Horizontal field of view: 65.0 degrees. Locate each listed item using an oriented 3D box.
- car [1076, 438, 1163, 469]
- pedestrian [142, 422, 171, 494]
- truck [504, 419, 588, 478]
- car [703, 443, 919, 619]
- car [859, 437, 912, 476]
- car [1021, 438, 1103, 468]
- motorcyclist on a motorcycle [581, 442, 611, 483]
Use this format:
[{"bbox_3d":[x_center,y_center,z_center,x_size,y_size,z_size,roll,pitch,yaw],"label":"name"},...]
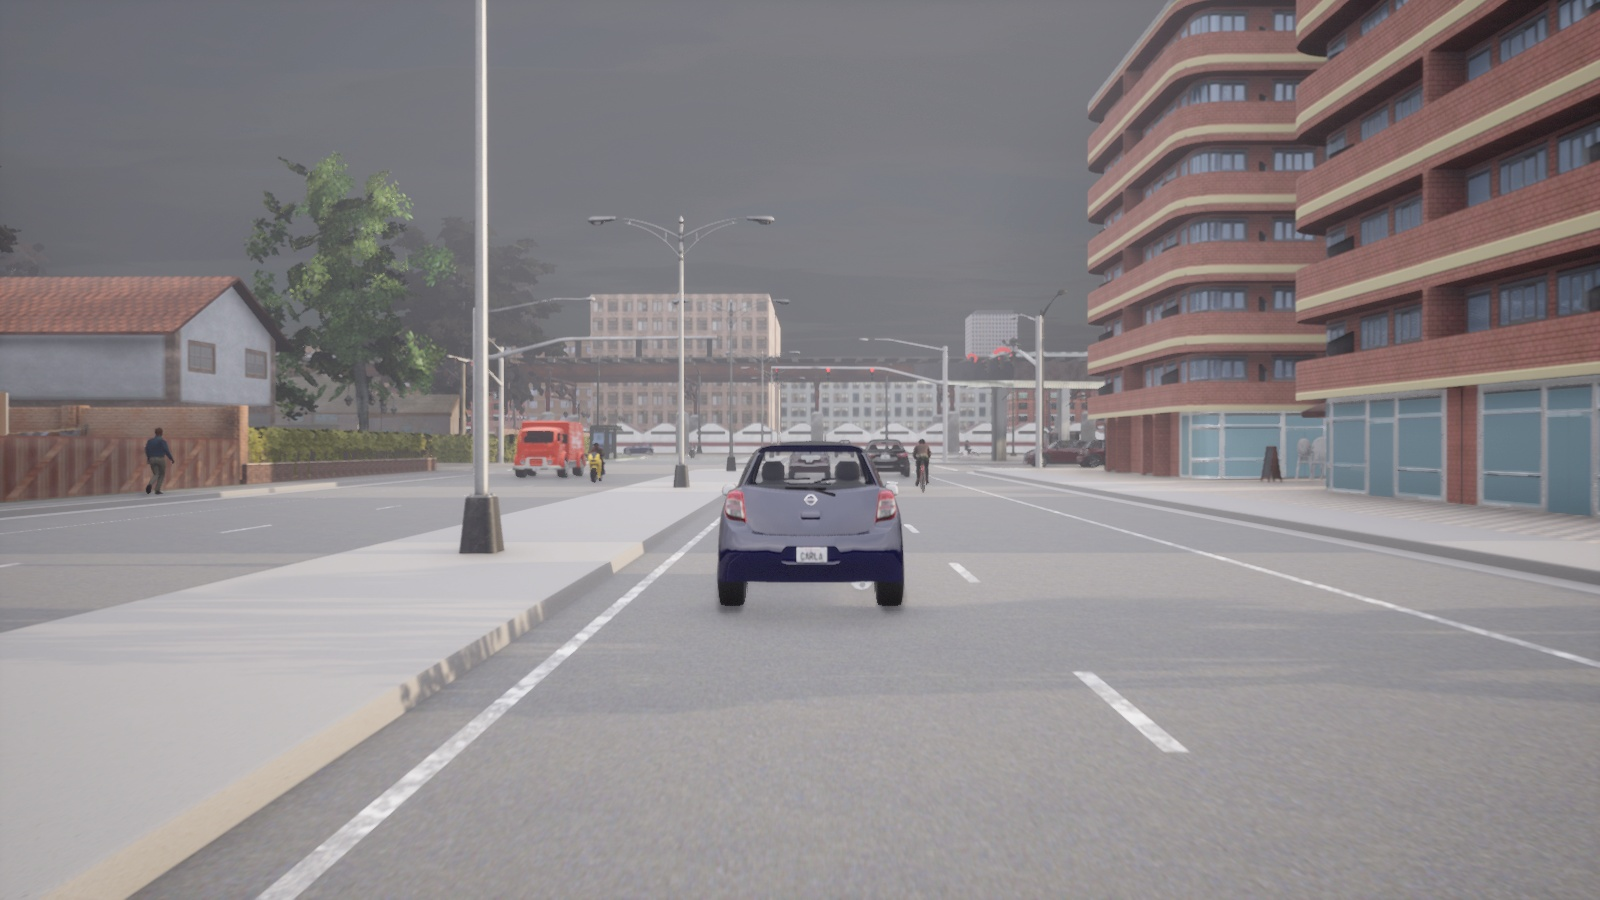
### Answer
[{"bbox_3d":[18.583,0.190,73.206,4.553,1.767,2.097,0,0,0],"label":"car"},{"bbox_3d":[-16.602,0.198,32.414,0.370,1.835,0.726,0,0,0],"label":"pedestrian"},{"bbox_3d":[-11.060,-0.072,55.147,2.627,2.467,5.204,0,0,0],"label":"truck"},{"bbox_3d":[0.106,0.687,12.575,1.845,1.501,3.633,0,0,0],"label":"car"},{"bbox_3d":[3.792,0.263,56.423,2.242,1.667,4.611,0,0,2],"label":"car"},{"bbox_3d":[15.954,0.168,76.711,4.553,1.767,2.097,0,0,-1],"label":"car"},{"bbox_3d":[-7.642,0.446,47.022,0.797,1.523,2.044,0,0,0],"label":"motorcyclist on a motorcycle"}]
